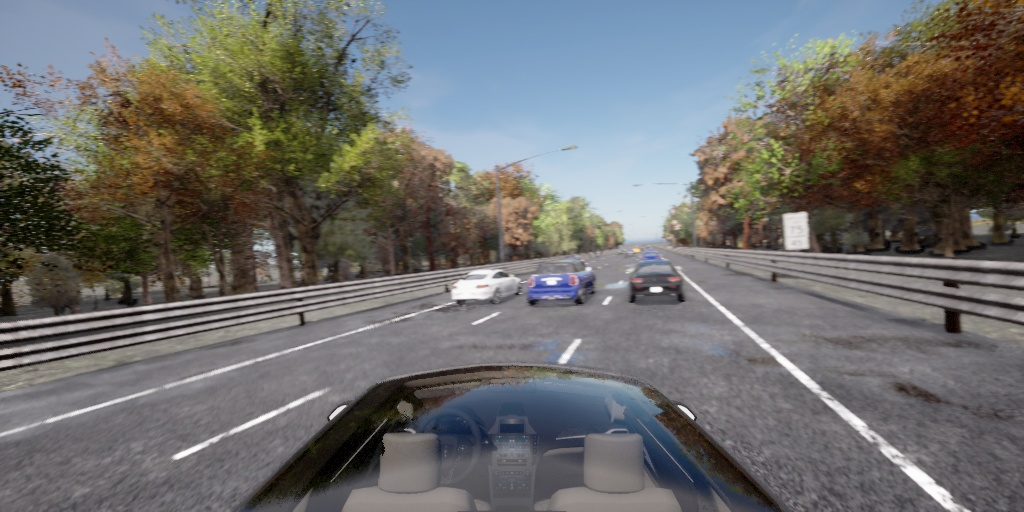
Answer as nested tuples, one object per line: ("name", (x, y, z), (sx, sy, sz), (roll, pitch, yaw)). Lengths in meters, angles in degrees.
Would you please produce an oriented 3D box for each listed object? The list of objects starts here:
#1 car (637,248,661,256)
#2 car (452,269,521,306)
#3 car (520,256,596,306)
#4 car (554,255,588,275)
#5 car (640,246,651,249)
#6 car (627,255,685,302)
("car", (12.965, 0.304, 33.547), (1.812, 1.442, 4.674), (-4, 0, 21))
("car", (-1.023, 1.328, 16.341), (1.812, 1.442, 4.674), (-4, 0, 21))
("car", (2.192, 0.927, 15.010), (2.097, 1.767, 4.553), (-4, 0, 21))
("car", (5.730, 0.783, 34.170), (2.128, 1.511, 4.902), (-4, 0, 21))
("car", (22.884, -0.437, 59.716), (2.033, 1.411, 5.357), (-4, 0, 21))
("car", (5.503, 0.869, 13.853), (1.812, 1.442, 4.674), (-4, 0, 21))
